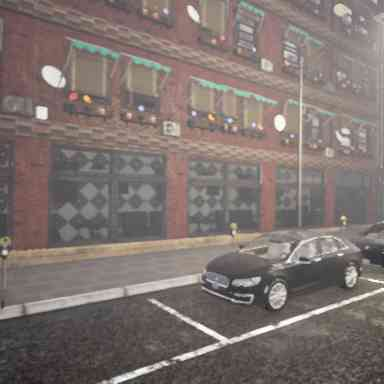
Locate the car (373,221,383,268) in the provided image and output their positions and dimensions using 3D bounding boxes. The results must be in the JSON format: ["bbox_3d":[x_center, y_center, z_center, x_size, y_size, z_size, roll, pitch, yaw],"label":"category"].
[{"bbox_3d":[6.756,1.649,10.904,4.313,1.339,1.947,0,0,-35],"label":"car"}]

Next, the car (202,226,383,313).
[{"bbox_3d":[2.238,1.595,7.683,4.403,1.369,2.008,0,0,-35],"label":"car"}]
